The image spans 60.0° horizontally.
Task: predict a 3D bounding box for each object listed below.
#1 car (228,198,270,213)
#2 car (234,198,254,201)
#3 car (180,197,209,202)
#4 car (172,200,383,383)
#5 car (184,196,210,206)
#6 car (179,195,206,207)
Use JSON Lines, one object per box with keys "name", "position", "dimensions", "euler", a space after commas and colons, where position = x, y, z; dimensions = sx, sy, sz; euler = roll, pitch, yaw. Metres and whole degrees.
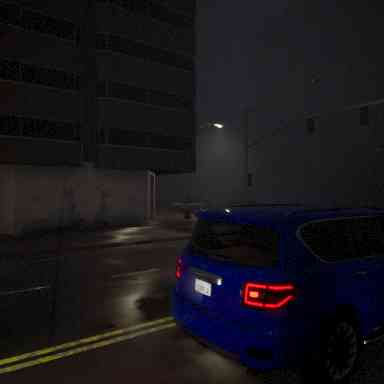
{"name": "car", "position": [6.449, 1.505, 38.186], "dimensions": [1.837, 1.490, 4.892], "euler": [0, 0, -36]}
{"name": "car", "position": [5.519, 1.547, 33.615], "dimensions": [2.033, 1.411, 5.357], "euler": [0, 0, -31]}
{"name": "car", "position": [-0.176, 1.601, 41.327], "dimensions": [1.895, 1.301, 4.718], "euler": [0, 0, -36]}
{"name": "car", "position": [2.330, 1.222, 5.471], "dimensions": [5.566, 2.045, 2.150], "euler": [0, 0, -35]}
{"name": "car", "position": [0.873, 1.478, 58.002], "dimensions": [1.882, 1.535, 5.008], "euler": [0, 0, -36]}
{"name": "car", "position": [-0.013, 1.351, 53.274], "dimensions": [2.097, 1.767, 4.553], "euler": [0, 0, -36]}
